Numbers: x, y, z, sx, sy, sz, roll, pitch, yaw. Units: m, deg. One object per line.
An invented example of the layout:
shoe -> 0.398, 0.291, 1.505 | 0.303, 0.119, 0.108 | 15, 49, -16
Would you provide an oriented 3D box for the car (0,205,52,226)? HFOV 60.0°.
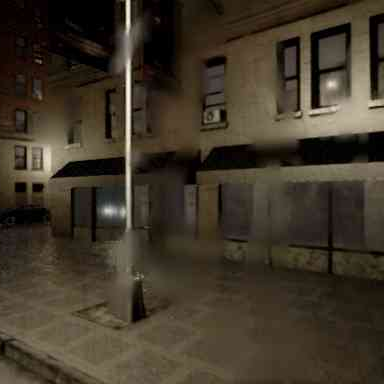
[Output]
car -> -12.312, 1.612, 24.053 | 1.994, 1.385, 4.181 | 0, 0, 36
